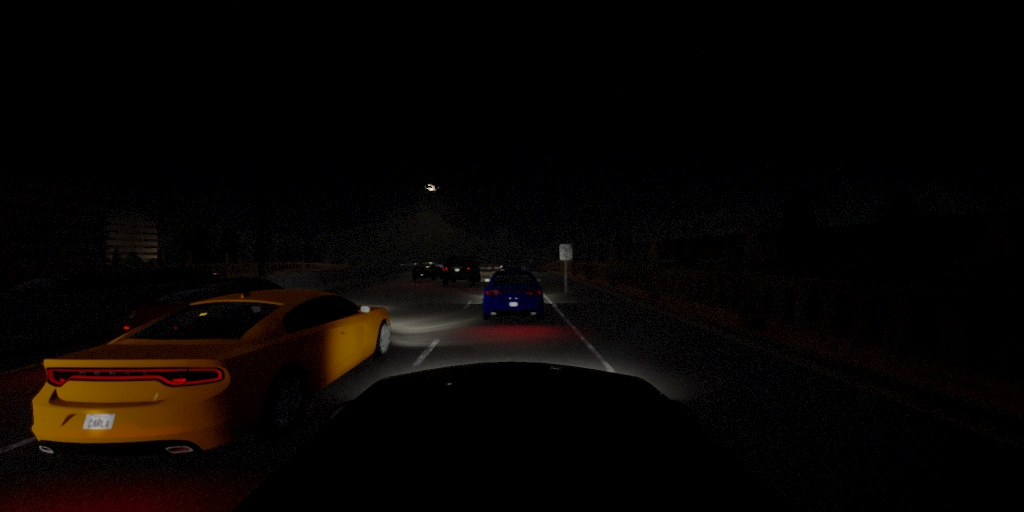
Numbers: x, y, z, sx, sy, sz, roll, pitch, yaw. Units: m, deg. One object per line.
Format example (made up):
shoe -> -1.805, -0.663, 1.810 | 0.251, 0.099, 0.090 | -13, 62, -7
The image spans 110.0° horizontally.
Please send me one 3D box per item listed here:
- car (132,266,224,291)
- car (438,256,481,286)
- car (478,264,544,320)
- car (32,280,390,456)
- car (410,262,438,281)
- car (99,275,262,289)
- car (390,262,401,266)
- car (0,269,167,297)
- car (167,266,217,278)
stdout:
car -> -21.208, 1.361, 23.060 | 1.994, 1.385, 4.181 | 0, 0, 0
car -> -3.525, 0.991, 25.642 | 2.150, 2.045, 5.566 | 0, 0, 0
car -> 0.037, 1.234, 12.780 | 1.882, 1.535, 5.008 | 0, 0, 0
car -> -3.449, 1.236, 5.477 | 1.882, 1.535, 5.008 | 0, 0, 0
car -> -7.052, 1.270, 30.433 | 2.128, 1.511, 4.902 | 0, 0, 0
car -> -6.951, 1.292, 9.192 | 1.812, 1.442, 4.674 | 0, 0, 0
car -> -17.850, 2.067, 58.727 | 1.882, 1.535, 5.008 | 0, -4, 0
car -> -14.145, 1.305, 11.333 | 1.812, 1.442, 4.674 | 0, 0, 0
car -> -17.681, 1.336, 17.584 | 2.033, 1.411, 5.357 | 0, 0, 0
